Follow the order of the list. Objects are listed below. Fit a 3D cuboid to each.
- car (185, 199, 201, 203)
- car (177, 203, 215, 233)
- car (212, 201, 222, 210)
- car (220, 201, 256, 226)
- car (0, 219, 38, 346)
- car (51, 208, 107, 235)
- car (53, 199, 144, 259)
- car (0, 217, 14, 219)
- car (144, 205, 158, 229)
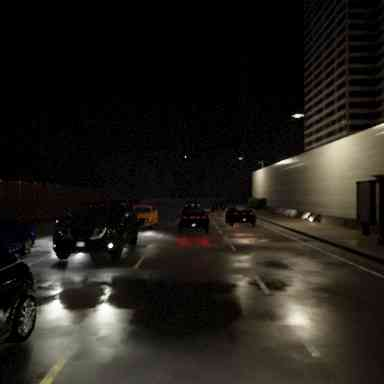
[{"bbox_3d":[0.080,1.734,42.674,2.097,1.767,4.553,0,0,0],"label":"car"},{"bbox_3d":[0.099,1.681,21.162,2.128,1.511,4.902,0,-1,0],"label":"car"},{"bbox_3d":[3.588,1.934,45.714,1.812,1.442,4.674,0,-1,0],"label":"car"},{"bbox_3d":[3.599,1.717,25.226,2.128,1.511,4.902,0,-1,0],"label":"car"},{"bbox_3d":[-3.587,1.385,3.548,2.097,1.767,4.553,0,0,0],"label":"car"},{"bbox_3d":[-7.001,1.791,21.213,1.895,1.301,4.718,0,-1,1],"label":"car"},{"bbox_3d":[-3.563,1.342,13.433,2.150,2.045,5.566,0,-1,0],"label":"car"},{"bbox_3d":[-7.080,1.578,11.052,1.882,1.535,5.008,0,-1,0],"label":"car"},{"bbox_3d":[-3.501,1.689,23.577,1.882,1.535,5.008,0,-1,0],"label":"car"}]
